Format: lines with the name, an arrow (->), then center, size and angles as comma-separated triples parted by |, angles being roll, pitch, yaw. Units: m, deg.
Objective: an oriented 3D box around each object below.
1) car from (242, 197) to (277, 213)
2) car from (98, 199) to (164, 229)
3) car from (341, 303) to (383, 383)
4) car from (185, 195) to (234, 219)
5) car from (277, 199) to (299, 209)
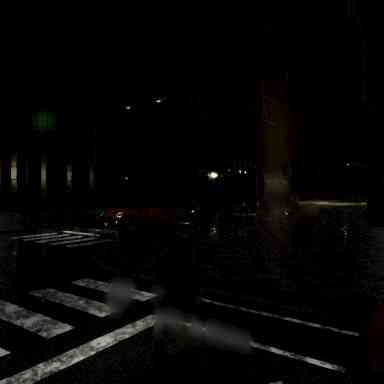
car -> 7.474, 1.399, 37.833 | 2.097, 1.767, 4.553 | 0, 0, 36
car -> -3.920, 1.376, 21.976 | 2.097, 1.767, 4.553 | 0, 0, 35
car -> 3.534, 1.221, 1.168 | 5.566, 2.045, 2.150 | 0, 0, 36
car -> 1.686, 1.257, 29.801 | 2.150, 2.045, 5.566 | 0, 0, 36
car -> 13.123, 1.623, 45.650 | 1.994, 1.385, 4.181 | 0, 0, 36
